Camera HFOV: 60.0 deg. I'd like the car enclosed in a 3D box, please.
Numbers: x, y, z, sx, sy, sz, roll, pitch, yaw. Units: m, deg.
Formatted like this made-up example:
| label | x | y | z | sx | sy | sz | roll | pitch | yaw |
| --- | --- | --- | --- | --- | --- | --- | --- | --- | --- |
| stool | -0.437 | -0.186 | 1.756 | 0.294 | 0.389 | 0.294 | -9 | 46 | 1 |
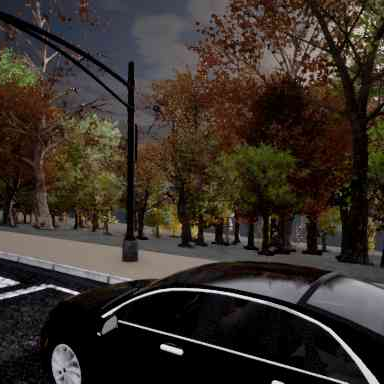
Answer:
| label | x | y | z | sx | sy | sz | roll | pitch | yaw |
| --- | --- | --- | --- | --- | --- | --- | --- | --- | --- |
| car | 0.376 | 1.504 | 3.406 | 4.892 | 1.490 | 1.837 | 0 | 0 | 36 |
